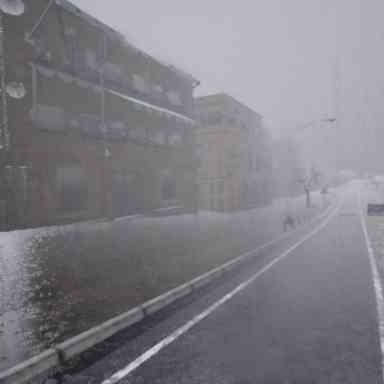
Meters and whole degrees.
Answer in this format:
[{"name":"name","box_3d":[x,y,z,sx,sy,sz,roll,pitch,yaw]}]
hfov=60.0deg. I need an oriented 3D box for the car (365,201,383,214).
[{"name":"car","box_3d":[21.240,1.753,38.446,1.882,1.535,5.008,-1,-1,27]}]
